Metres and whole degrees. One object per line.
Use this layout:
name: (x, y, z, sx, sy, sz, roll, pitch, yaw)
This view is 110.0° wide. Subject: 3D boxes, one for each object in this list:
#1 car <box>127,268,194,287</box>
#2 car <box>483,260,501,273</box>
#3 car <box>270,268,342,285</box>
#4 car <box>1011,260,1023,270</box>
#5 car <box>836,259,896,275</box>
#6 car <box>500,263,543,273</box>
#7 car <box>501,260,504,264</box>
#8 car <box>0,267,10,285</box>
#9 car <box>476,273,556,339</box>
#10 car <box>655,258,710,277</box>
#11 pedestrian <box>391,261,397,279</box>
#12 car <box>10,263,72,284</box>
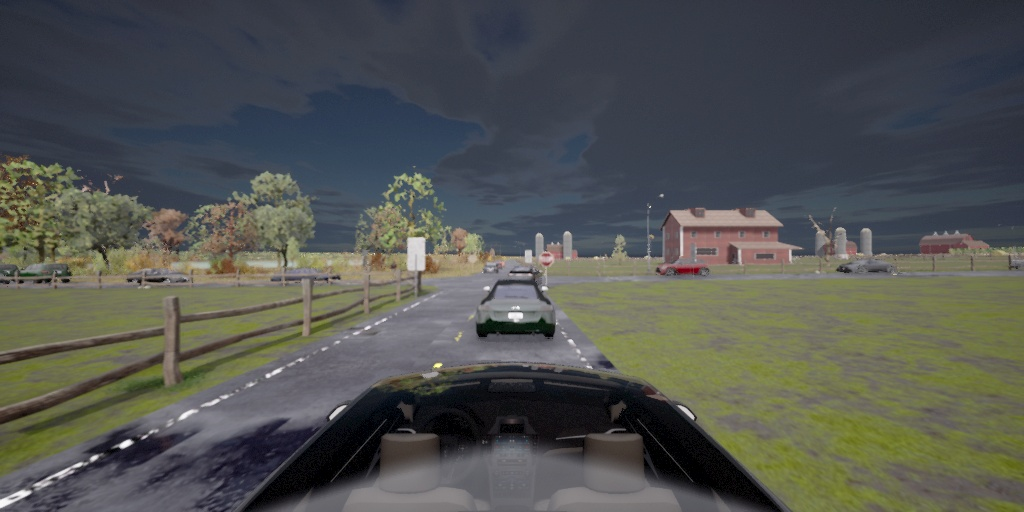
car: (-30.289, 1.821, 31.011, 4.902, 1.511, 2.128, -1, 0, 3)
car: (-2.743, 1.543, 47.753, 1.812, 1.442, 4.674, 0, 0, 0)
car: (-17.596, 1.702, 30.725, 5.357, 1.411, 2.033, -1, 0, 1)
car: (49.196, 0.576, 32.906, 4.718, 1.301, 1.895, -1, 0, 1)
car: (32.687, 0.990, 33.163, 4.181, 1.385, 1.994, -1, 0, 1)
car: (0.987, 1.372, 24.339, 2.128, 1.511, 4.902, 0, 0, 13)
car: (-2.691, 1.655, 60.731, 1.994, 1.385, 4.181, 0, 0, 0)
car: (-50.247, 2.090, 34.188, 4.902, 1.511, 2.128, -1, 0, 19)
car: (0.109, 1.363, 10.294, 1.994, 1.385, 4.181, 0, 0, 1)
car: (15.752, 1.029, 33.336, 4.553, 1.767, 2.097, -1, 0, 1)
pedestrian: (-12.083, 1.366, 36.638, 0.375, 1.860, 0.375, 0, 1, 1)
car: (-47.502, 1.785, 36.407, 5.566, 2.045, 2.150, -1, 0, 18)
